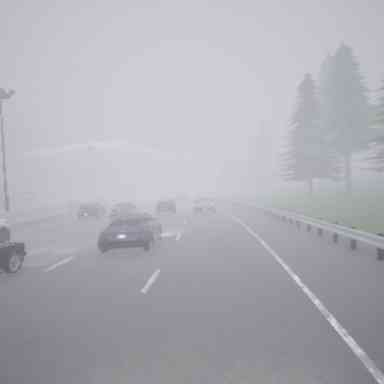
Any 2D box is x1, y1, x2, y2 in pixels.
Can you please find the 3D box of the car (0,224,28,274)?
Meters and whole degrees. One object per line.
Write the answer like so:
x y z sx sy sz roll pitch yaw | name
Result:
-6.236 1.835 8.379 1.895 1.301 4.718 -3 1 4 | car

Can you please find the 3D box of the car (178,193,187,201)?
-2.097 0.961 63.260 2.128 1.511 4.902 -3 0 -8 | car

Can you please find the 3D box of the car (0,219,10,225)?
-9.478 1.574 13.020 2.150 2.045 5.566 -3 1 3 | car

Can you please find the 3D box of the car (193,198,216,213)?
1.089 1.230 31.233 1.895 1.301 4.718 -3 1 -2 | car

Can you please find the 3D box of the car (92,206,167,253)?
-2.448 1.547 13.998 1.994 1.385 4.181 -3 1 3 | car

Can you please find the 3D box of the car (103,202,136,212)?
-5.844 1.555 28.994 2.033 1.411 5.357 -3 1 -2 | car

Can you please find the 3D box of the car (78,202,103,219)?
-9.425 1.671 31.641 1.837 1.490 4.892 -3 1 -2 | car

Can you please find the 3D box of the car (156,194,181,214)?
-2.457 1.293 32.256 2.128 1.511 4.902 -3 1 -2 | car
